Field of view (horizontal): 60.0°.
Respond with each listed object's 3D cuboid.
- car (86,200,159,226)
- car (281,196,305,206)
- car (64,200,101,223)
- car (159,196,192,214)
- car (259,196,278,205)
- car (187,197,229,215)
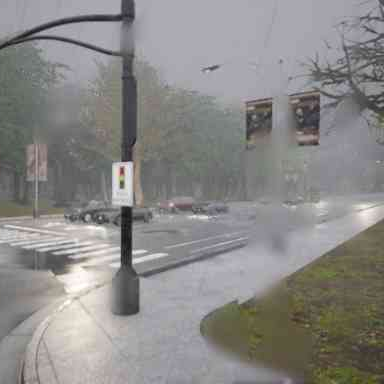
[{"bbox_3d":[-4.577,1.453,22.416,1.994,1.385,4.181,1,1,36],"label":"car"},{"bbox_3d":[15.397,1.273,50.083,2.033,1.411,5.357,1,1,36],"label":"car"},{"bbox_3d":[-7.022,1.359,24.581,1.837,1.490,4.892,1,1,36],"label":"car"},{"bbox_3d":[-1.417,1.163,32.386,2.097,1.767,4.553,1,0,36],"label":"car"},{"bbox_3d":[12.066,1.299,51.041,1.895,1.301,4.718,1,1,36],"label":"car"},{"bbox_3d":[1.791,1.399,31.291,1.994,1.385,4.181,1,1,35],"label":"car"}]
